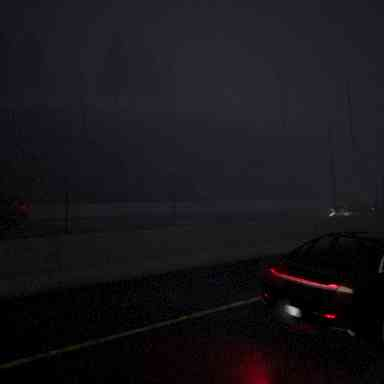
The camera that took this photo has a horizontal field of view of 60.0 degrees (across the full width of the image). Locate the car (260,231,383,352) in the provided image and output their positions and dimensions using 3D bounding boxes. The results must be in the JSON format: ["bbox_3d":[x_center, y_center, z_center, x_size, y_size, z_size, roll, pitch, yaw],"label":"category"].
[{"bbox_3d":[3.420,1.493,6.189,4.902,1.511,2.128,0,0,-36],"label":"car"}]
